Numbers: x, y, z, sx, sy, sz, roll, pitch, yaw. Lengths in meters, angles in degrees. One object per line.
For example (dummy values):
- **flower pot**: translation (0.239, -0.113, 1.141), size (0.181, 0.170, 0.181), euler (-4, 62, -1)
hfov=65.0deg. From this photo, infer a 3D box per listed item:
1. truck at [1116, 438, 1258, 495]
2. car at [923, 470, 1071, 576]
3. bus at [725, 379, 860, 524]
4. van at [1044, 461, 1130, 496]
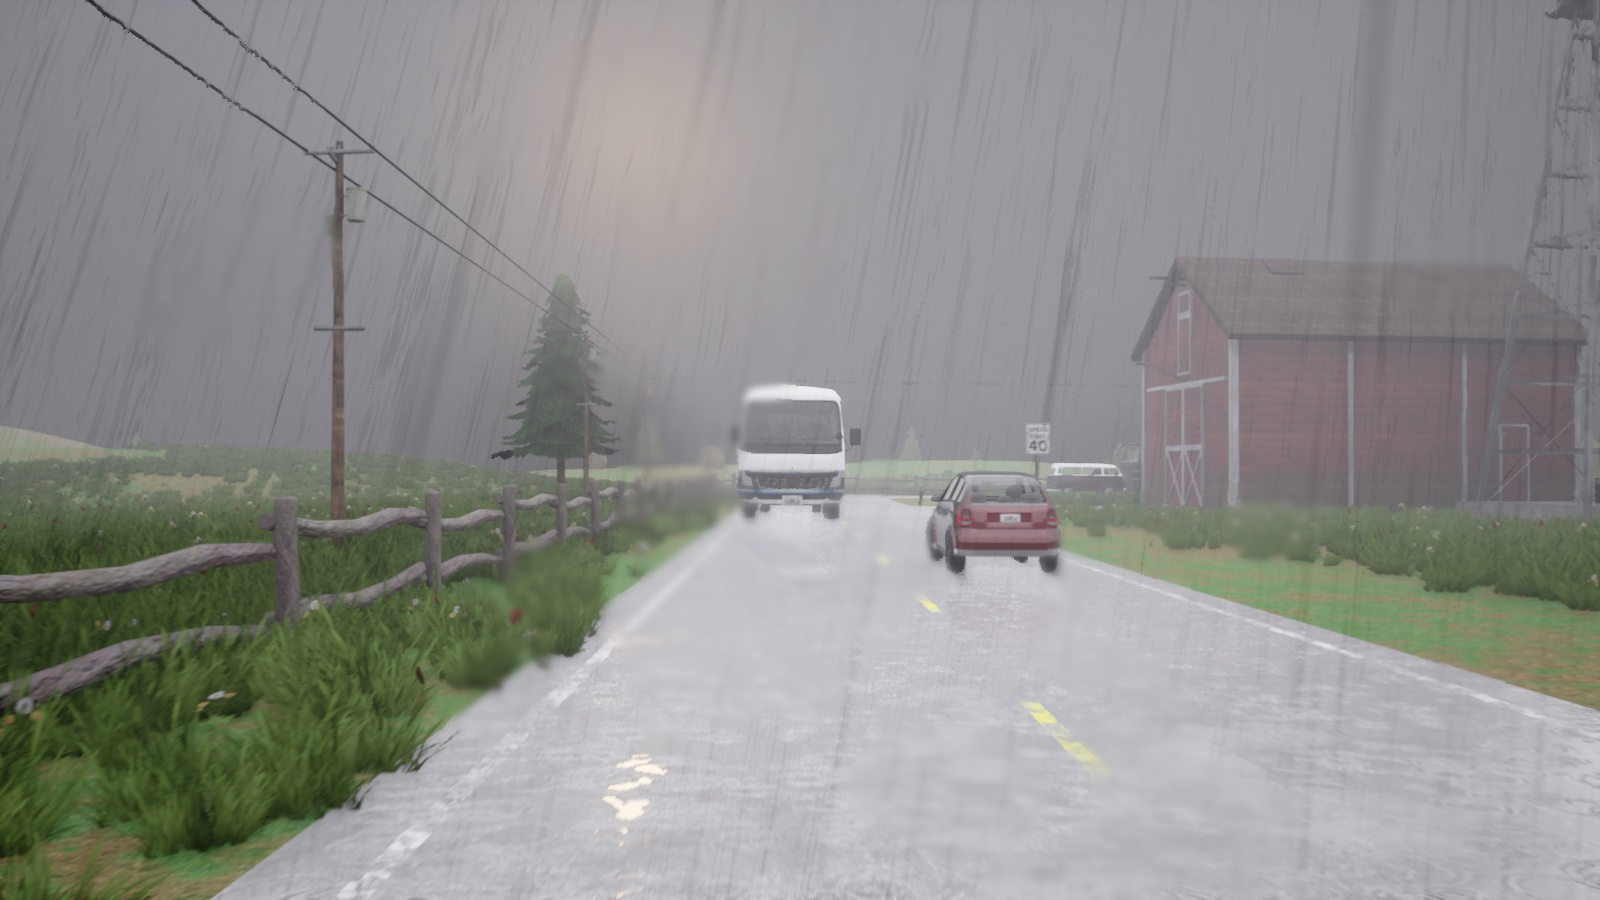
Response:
- **truck**: translation (24.029, 1.005, 78.127), size (7.936, 3.462, 2.891), euler (0, -1, -6)
- **car**: translation (3.082, 1.111, 20.364), size (1.789, 1.549, 3.705), euler (0, -1, 0)
- **bus**: translation (-0.255, 0.124, 42.219), size (3.944, 4.253, 10.273), euler (0, -1, 0)
- **van**: translation (16.919, 1.675, 74.174), size (4.480, 2.038, 2.069), euler (0, -1, -6)
